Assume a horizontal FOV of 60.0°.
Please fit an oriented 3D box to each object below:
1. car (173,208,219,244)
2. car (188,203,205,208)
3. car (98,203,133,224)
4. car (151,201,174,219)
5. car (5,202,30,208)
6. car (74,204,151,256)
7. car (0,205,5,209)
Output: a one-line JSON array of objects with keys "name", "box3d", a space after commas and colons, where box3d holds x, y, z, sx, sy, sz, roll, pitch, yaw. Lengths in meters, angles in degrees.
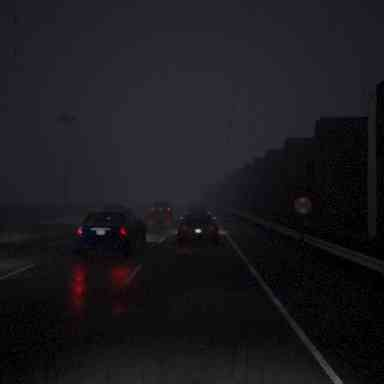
[{"name": "car", "box3d": [0.312, 1.749, 17.035, 1.994, 1.385, 4.181, 0, -1, 1]}, {"name": "car", "box3d": [0.500, 1.939, 38.208, 1.812, 1.442, 4.674, 0, 0, 0]}, {"name": "car", "box3d": [-6.514, 1.809, 28.752, 1.837, 1.490, 4.892, 0, 0, 1]}, {"name": "car", "box3d": [-2.995, 1.714, 33.902, 2.097, 1.767, 4.553, 0, -1, 0]}, {"name": "car", "box3d": [-20.586, 1.895, 38.603, 2.128, 1.511, 4.902, 0, -1, 0]}, {"name": "car", "box3d": [-3.235, 1.500, 14.054, 2.097, 1.767, 4.553, 0, -1, 1]}, {"name": "car", "box3d": [-10.241, 1.488, 13.815, 2.097, 1.767, 4.553, 0, -1, 1]}]
